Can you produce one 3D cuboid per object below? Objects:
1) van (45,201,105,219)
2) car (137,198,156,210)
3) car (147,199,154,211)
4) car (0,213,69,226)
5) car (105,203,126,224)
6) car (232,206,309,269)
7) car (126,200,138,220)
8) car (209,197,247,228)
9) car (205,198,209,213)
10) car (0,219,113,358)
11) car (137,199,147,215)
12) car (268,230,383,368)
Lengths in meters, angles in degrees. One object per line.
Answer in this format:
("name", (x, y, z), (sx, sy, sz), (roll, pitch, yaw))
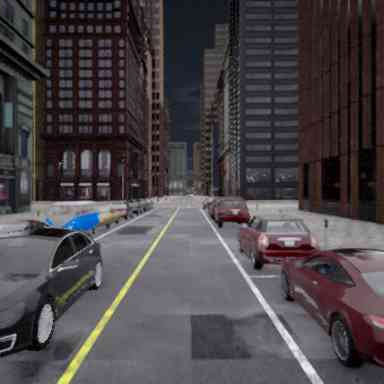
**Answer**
("van", (-5.888, 1.361, 16.706), (1.690, 1.788, 3.998), (0, 0, 0))
("car", (-6.105, 1.601, 44.888), (2.008, 1.369, 4.403), (0, 0, 0))
("car", (-6.062, 1.609, 39.251), (1.947, 1.339, 4.313), (0, 0, 0))
("car", (-5.843, 1.598, 11.069), (1.802, 1.307, 4.206), (0, 0, 0))
("car", (-5.929, 1.550, 22.172), (1.752, 1.417, 4.829), (0, 0, 0))
("car", (2.681, 1.440, 11.140), (1.967, 1.590, 4.097), (0, 0, 0))
("car", (-5.974, 1.612, 27.978), (1.802, 1.307, 4.206), (0, 0, 0))
("car", (2.592, 1.323, 22.411), (2.192, 1.841, 5.009), (0, 0, 0))
("car", (2.549, 1.328, 28.047), (2.192, 1.841, 5.009), (0, 0, 0))
("car", (-3.041, 1.514, 6.301), (1.837, 1.490, 4.892), (0, 0, 0))
("car", (-6.018, 1.602, 33.615), (1.947, 1.339, 4.313), (0, 0, 0))
("car", (2.725, 1.579, 5.504), (1.802, 1.307, 4.206), (0, 0, 0))
